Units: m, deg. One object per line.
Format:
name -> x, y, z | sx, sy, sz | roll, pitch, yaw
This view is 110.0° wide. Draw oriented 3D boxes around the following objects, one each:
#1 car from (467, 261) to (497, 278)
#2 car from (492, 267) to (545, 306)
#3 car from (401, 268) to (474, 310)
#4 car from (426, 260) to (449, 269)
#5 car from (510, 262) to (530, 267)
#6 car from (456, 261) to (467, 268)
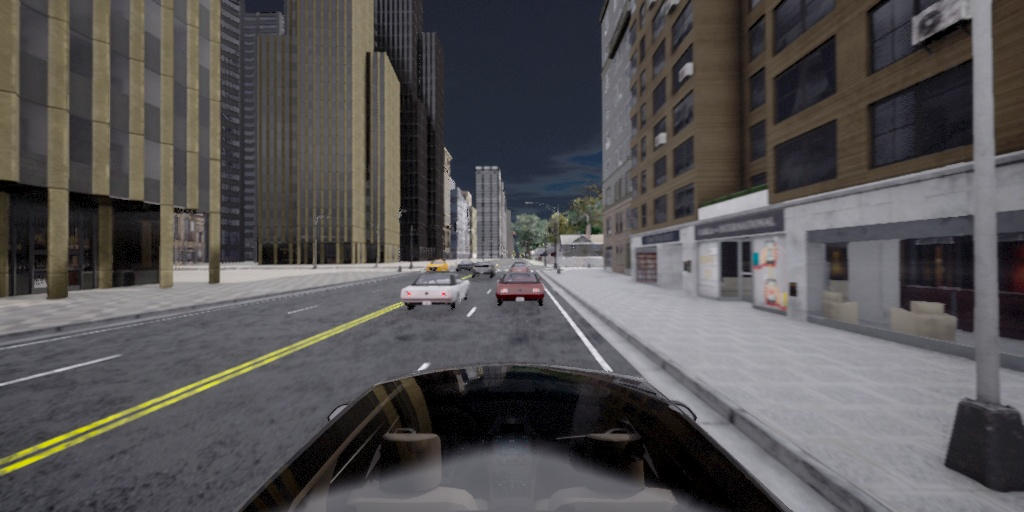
car -> -2.513, 1.211, 32.909 | 2.128, 1.511, 4.902 | 0, 0, 1
car -> 0.355, 1.332, 15.696 | 1.895, 1.301, 4.718 | 0, 0, 1
car -> -2.917, 1.353, 14.742 | 1.895, 1.301, 4.718 | 0, 0, 1
car -> -8.897, 1.217, 43.186 | 1.882, 1.535, 5.008 | 0, 0, 2
car -> 0.758, 1.263, 34.030 | 1.994, 1.385, 4.181 | 0, 0, 1
car -> -5.618, 1.265, 43.981 | 2.033, 1.411, 5.357 | 0, 0, 2
